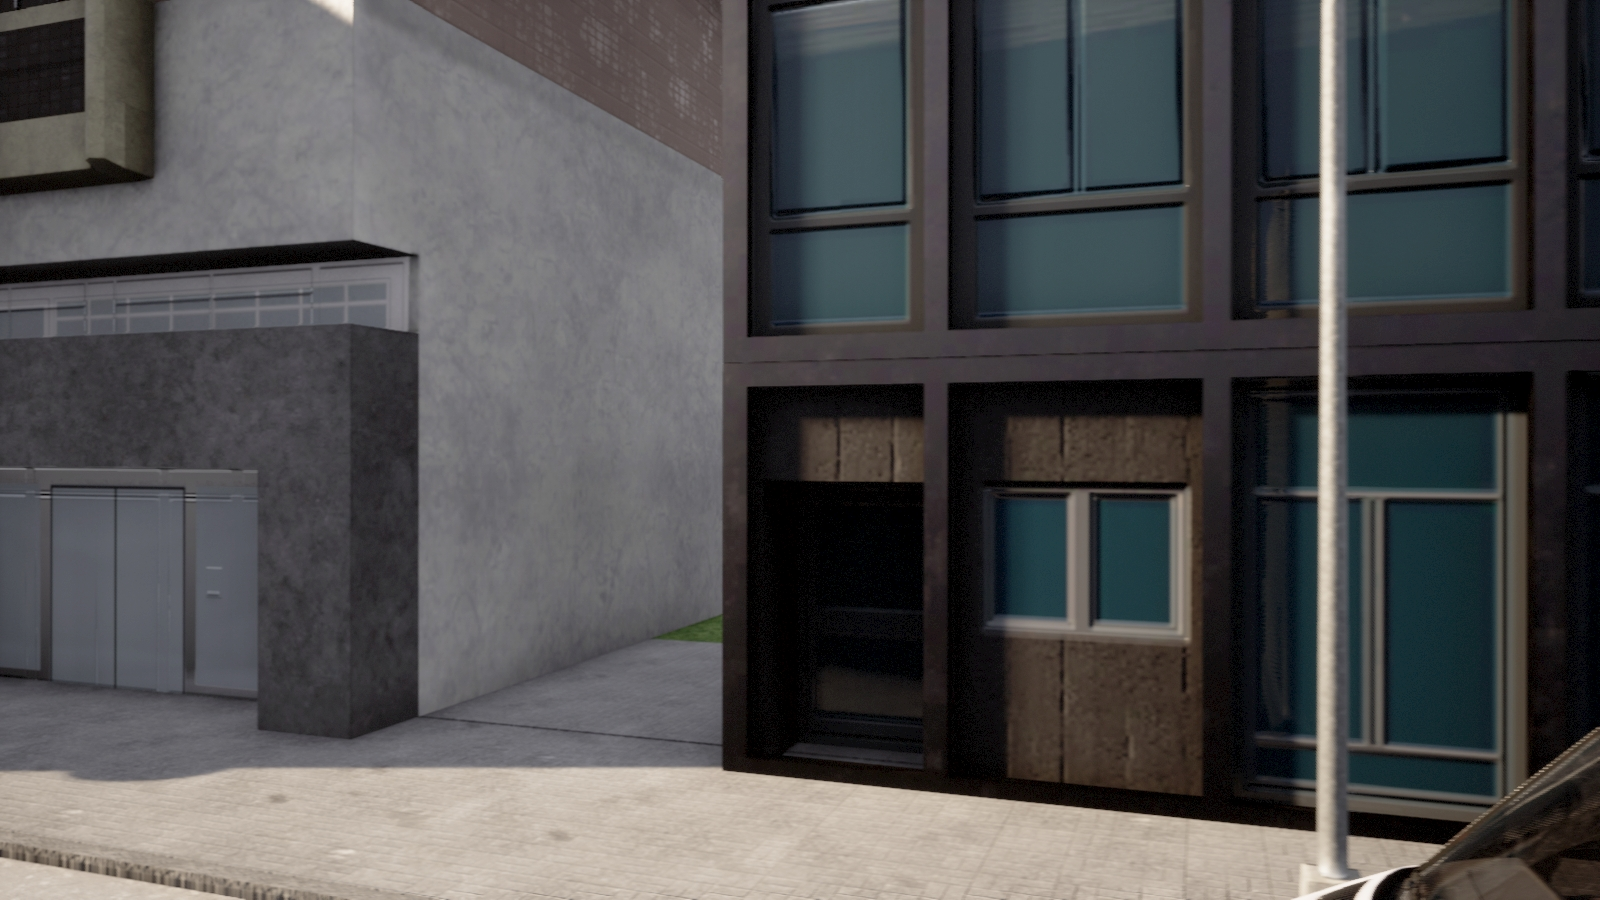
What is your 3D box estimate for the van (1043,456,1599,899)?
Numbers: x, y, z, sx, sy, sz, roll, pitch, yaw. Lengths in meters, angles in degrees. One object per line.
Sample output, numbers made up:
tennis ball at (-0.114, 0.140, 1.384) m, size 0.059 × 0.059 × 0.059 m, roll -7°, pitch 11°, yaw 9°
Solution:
van at (3.658, 1.317, 2.459) m, size 5.915 × 2.561 × 1.988 m, roll 0°, pitch 0°, yaw 20°
